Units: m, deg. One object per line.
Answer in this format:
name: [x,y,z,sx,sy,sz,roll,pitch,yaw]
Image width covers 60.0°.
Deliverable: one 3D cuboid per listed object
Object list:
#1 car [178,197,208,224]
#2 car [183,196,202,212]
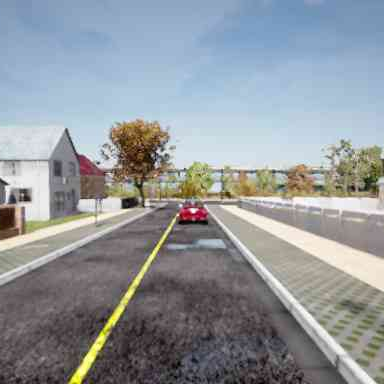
car: [0.094,1.330,24.859,2.097,1.767,4.553,0,0,0]
car: [0.095,1.332,38.962,2.097,1.767,4.553,0,0,0]
